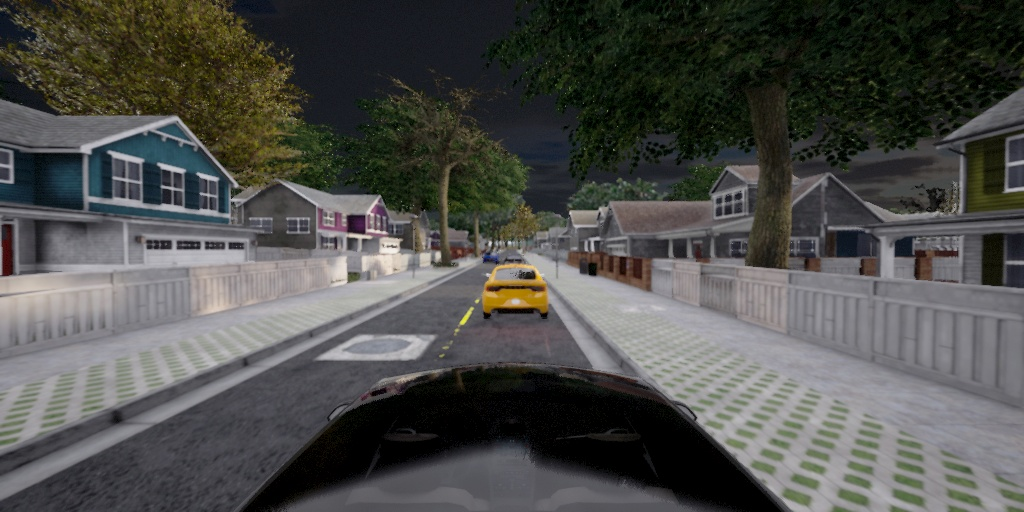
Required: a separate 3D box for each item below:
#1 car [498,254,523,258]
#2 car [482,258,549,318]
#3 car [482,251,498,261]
[{"bbox_3d":[0.182,0.591,29.349,2.128,1.511,4.902,0,1,0],"label":"car"},{"bbox_3d":[0.112,0.999,11.964,1.882,1.535,5.008,0,1,0],"label":"car"},{"bbox_3d":[-2.678,0.147,45.848,1.882,1.535,5.008,0,2,0],"label":"car"}]
